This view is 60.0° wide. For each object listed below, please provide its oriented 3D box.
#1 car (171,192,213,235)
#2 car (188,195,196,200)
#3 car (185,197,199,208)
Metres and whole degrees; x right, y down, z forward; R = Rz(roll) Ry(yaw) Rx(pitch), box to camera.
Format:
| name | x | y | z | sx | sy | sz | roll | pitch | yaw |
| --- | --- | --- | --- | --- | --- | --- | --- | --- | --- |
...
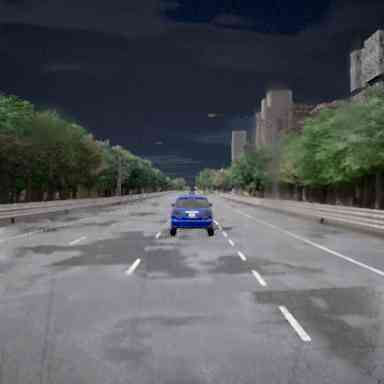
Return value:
| name | x | y | z | sx | sy | sz | roll | pitch | yaw |
| --- | --- | --- | --- | --- | --- | --- | --- | --- | --- |
| car | -0.005 | 1.214 | 18.732 | 2.150 | 2.045 | 5.566 | 0 | 0 | 0 |
| car | -0.018 | 1.317 | 83.517 | 1.895 | 1.301 | 4.718 | 0 | 0 | 0 |
| car | -0.012 | 1.464 | 47.824 | 1.837 | 1.490 | 4.892 | 0 | 0 | 0 |
